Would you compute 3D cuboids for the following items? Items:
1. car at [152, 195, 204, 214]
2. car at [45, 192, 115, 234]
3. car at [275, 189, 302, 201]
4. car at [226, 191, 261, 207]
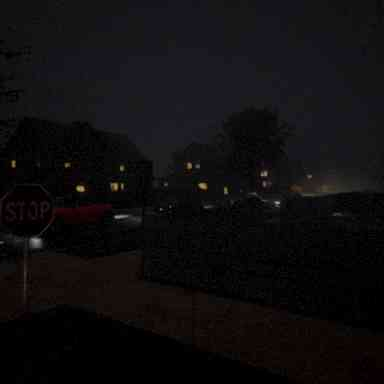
[{"bbox_3d":[-0.932,0.940,23.973,1.994,1.385,4.181,2,2,35],"label":"car"},{"bbox_3d":[-6.143,0.940,16.634,2.097,1.767,4.553,2,2,35],"label":"car"},{"bbox_3d":[12.531,0.383,42.799,2.033,1.411,5.357,2,2,36],"label":"car"},{"bbox_3d":[5.081,0.624,32.412,2.128,1.511,4.902,2,2,36],"label":"car"}]
